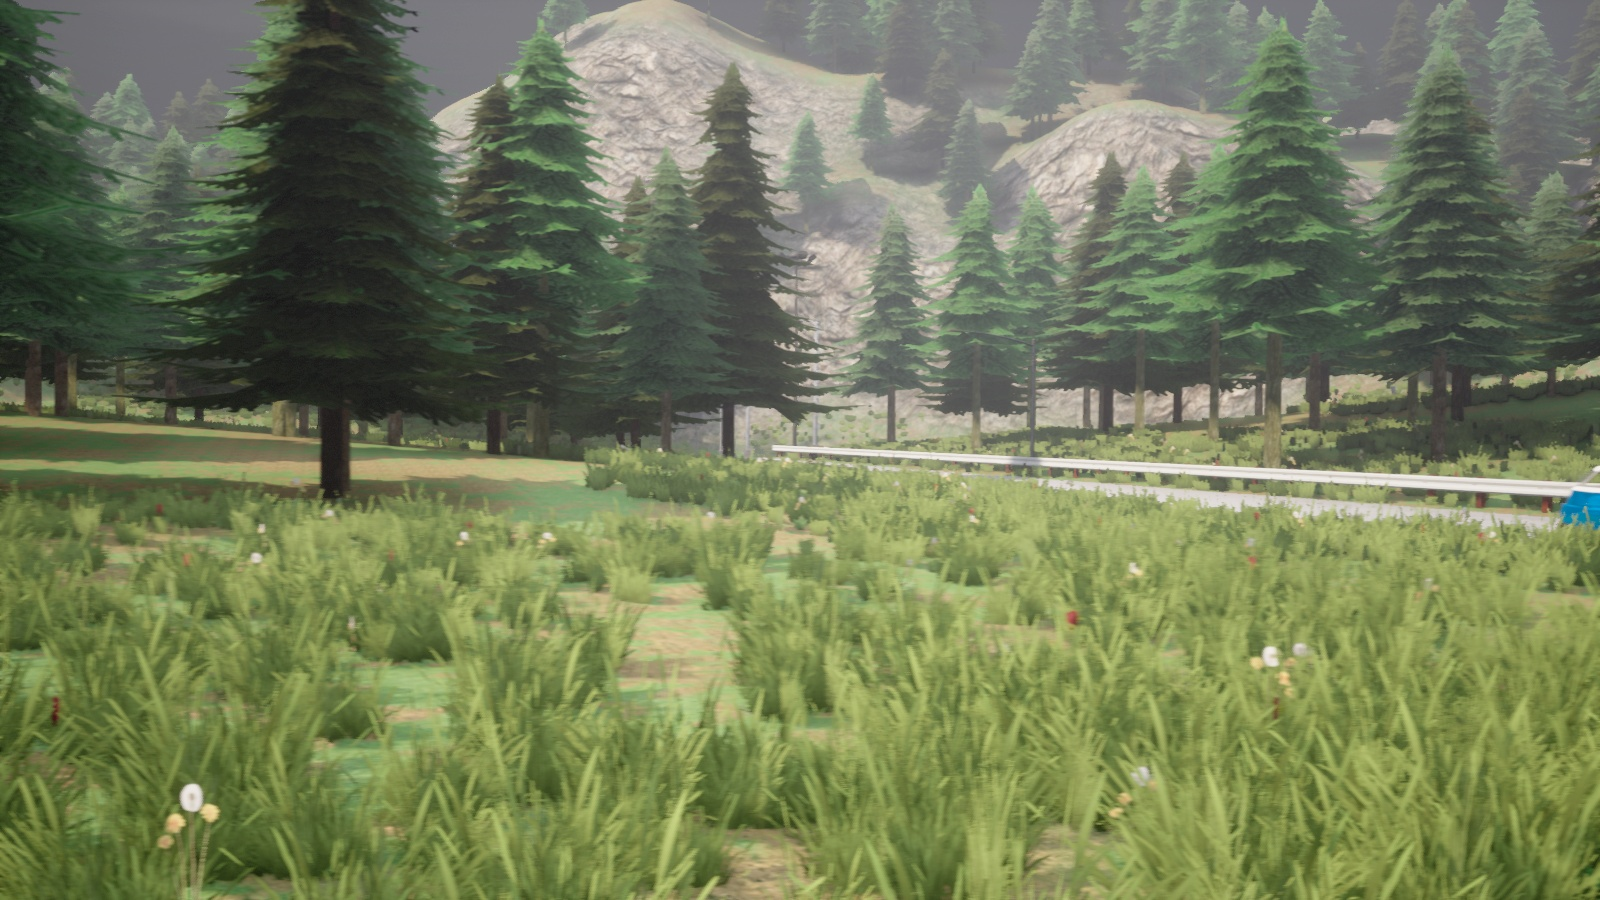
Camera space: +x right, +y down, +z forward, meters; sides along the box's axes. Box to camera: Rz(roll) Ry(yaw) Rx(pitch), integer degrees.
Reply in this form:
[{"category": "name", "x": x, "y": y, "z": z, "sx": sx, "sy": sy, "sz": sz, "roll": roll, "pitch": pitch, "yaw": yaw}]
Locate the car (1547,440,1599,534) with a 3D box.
[{"category": "car", "x": 12.713, "y": 0.550, "z": 18.762, "sx": 1.481, "sy": 1.376, "sz": 2.207, "roll": -1, "pitch": 1, "yaw": -21}]
